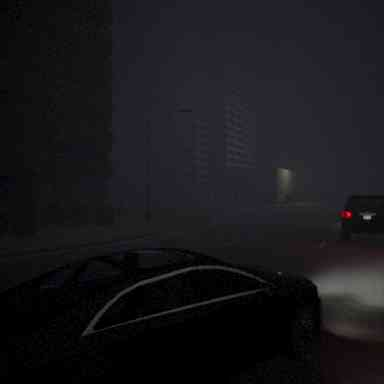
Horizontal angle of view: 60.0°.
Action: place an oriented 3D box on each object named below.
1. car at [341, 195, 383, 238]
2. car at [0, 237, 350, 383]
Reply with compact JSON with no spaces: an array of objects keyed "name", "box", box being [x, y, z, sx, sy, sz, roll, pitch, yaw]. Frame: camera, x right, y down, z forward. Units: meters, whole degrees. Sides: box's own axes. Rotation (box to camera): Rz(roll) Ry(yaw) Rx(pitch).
[{"name":"car","box":[8.505,1.173,15.885,2.150,2.045,5.566,0,-1,30]},{"name":"car","box":[-0.229,1.485,4.181,4.902,1.511,2.128,0,0,-40]}]
